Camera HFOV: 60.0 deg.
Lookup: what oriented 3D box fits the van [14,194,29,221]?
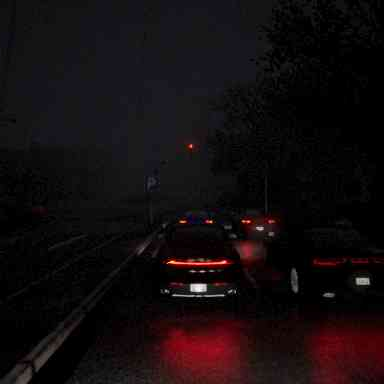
[{"bbox_3d":[-13.513,1.297,21.979,4.442,1.987,1.878,-1,0,-19],"label":"van"}]

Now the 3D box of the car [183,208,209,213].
[{"bbox_3d":[0.216,1.551,17.660,1.812,1.442,4.674,0,0,1],"label":"car"}]

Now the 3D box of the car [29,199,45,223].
[{"bbox_3d":[-13.525,1.403,24.957,4.553,1.767,2.185,-1,0,-19],"label":"car"}]

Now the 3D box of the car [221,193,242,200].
[{"bbox_3d":[9.809,1.129,82.927,4.553,1.767,2.185,1,0,-12],"label":"car"}]

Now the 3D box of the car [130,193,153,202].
[{"bbox_3d":[-10.416,1.196,68.694,4.553,1.767,2.185,-1,0,-14],"label":"car"}]

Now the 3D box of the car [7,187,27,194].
[{"bbox_3d":[-27.940,0.137,53.694,2.002,1.452,4.674,6,-3,-19],"label":"car"}]

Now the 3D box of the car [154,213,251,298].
[{"bbox_3d":[0.139,1.515,8.536,1.837,1.490,4.892,0,0,0],"label":"car"}]

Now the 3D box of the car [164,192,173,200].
[{"bbox_3d":[-8.086,1.357,86.675,4.674,1.452,2.002,-1,0,-12],"label":"car"}]

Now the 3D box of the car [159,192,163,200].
[{"bbox_3d":[-9.697,1.321,74.703,4.892,1.521,2.231,-1,0,-13],"label":"car"}]

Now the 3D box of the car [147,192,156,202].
[{"bbox_3d":[-10.522,1.315,65.743,5.366,1.575,1.946,-1,0,-14],"label":"car"}]

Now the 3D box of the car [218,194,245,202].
[{"bbox_3d":[8.504,1.264,71.227,5.366,1.575,1.946,1,0,-13],"label":"car"}]

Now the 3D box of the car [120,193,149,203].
[{"bbox_3d":[-11.180,1.358,62.754,4.792,1.488,2.163,-1,0,-15],"label":"car"}]

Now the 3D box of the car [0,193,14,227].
[{"bbox_3d":[-13.643,1.267,18.943,5.566,2.045,2.435,-1,0,-19],"label":"car"}]

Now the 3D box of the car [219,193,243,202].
[{"bbox_3d":[7.955,1.141,68.236,4.553,1.767,2.185,1,0,-13],"label":"car"}]

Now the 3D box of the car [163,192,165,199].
[{"bbox_3d":[-9.311,1.359,77.696,4.674,1.452,2.002,-1,0,-13],"label":"car"}]

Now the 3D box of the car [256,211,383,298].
[{"bbox_3d":[3.140,1.488,8.573,1.882,1.535,5.008,0,0,0],"label":"car"}]

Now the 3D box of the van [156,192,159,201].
[{"bbox_3d":[-9.938,1.093,71.732,4.442,1.987,1.878,-1,0,-14],"label":"van"}]

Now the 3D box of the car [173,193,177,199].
[{"bbox_3d":[-7.623,1.064,89.679,5.566,2.045,2.435,-1,0,-12],"label":"car"}]

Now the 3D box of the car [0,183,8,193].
[{"bbox_3d":[-30.934,-0.426,53.767,2.435,2.045,5.566,6,-3,-19],"label":"car"}]

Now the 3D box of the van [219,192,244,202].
[{"bbox_3d":[7.558,1.042,65.268,4.442,1.987,1.878,1,0,-14],"label":"van"}]

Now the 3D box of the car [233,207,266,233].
[{"bbox_3d":[3.235,1.550,17.913,1.812,1.442,4.674,0,0,1],"label":"car"}]
